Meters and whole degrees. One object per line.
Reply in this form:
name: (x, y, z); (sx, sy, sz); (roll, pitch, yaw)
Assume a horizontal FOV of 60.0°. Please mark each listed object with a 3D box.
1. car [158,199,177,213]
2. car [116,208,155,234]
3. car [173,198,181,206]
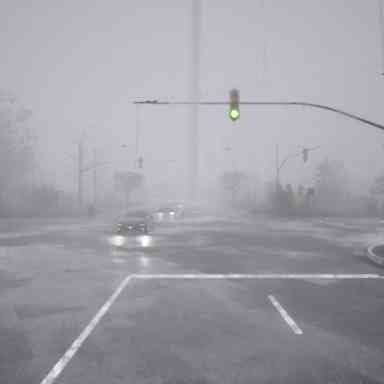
car: (-3.438, 2.074, 45.449); (1.812, 1.442, 4.674); (0, -1, 0)
car: (-3.474, 1.798, 21.108); (1.837, 1.490, 4.892); (0, -1, 0)
car: (-3.416, 1.997, 71.024); (2.097, 1.767, 4.553); (0, 0, 0)
